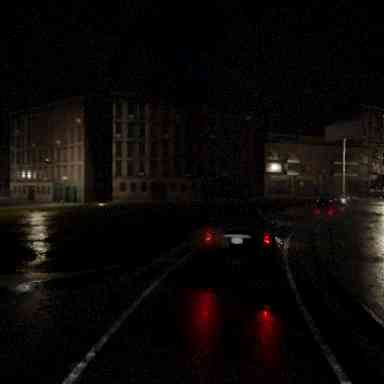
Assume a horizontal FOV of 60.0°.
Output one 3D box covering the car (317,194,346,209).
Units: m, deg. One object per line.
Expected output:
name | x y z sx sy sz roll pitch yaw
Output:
car | 15.344 1.047 37.101 1.812 1.442 4.674 1 2 38

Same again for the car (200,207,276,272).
car | 1.661 1.309 11.008 2.097 1.767 4.553 1 1 12

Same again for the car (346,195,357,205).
car | 19.113 0.952 41.819 1.895 1.301 4.718 1 3 44
